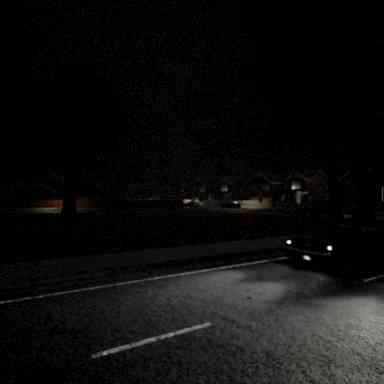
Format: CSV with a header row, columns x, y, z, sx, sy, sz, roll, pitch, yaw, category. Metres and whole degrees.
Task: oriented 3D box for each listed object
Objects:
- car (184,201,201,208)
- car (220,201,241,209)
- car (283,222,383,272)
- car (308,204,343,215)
x,y,z,sx,sy,sz,roll,pitch,yaw,category
0.009,2.676,72.918,1.994,1.385,4.181,0,-1,-35,car
7.206,2.474,62.719,2.128,1.511,4.902,0,-1,-35,car
5.321,1.737,11.474,4.718,1.301,1.895,1,-1,-35,car
17.363,2.316,43.374,1.994,1.385,4.181,0,-1,-35,car
